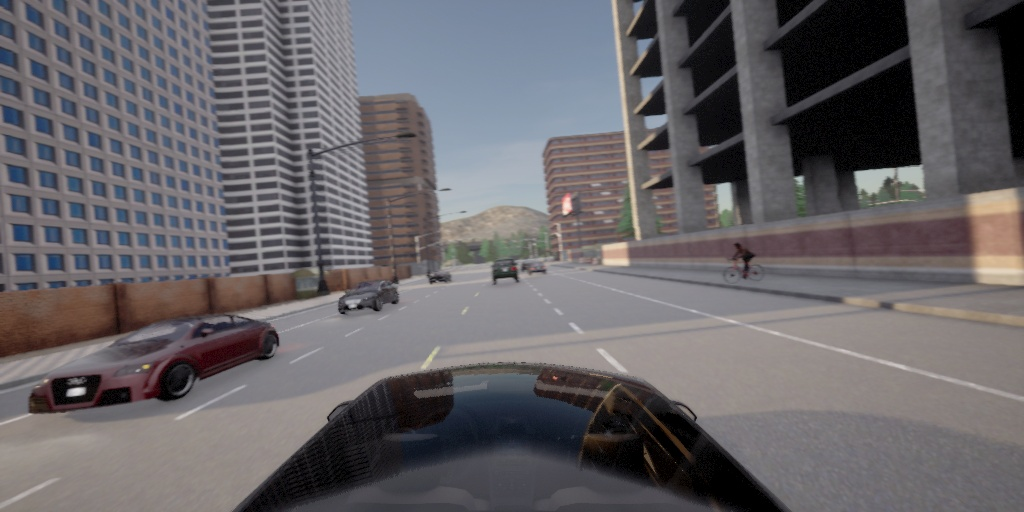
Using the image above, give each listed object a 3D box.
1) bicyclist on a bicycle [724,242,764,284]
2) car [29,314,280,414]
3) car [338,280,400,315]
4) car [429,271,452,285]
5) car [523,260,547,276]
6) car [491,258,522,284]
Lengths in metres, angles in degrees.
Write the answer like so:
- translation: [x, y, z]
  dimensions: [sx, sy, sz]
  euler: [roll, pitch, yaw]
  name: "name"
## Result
- translation: [9.136, 0.263, 14.198]
  dimensions: [1.656, 1.620, 0.582]
  euler: [-6, 0, -2]
  name: "bicyclist on a bicycle"
- translation: [-7.128, 2.035, 7.796]
  dimensions: [1.994, 1.385, 4.181]
  euler: [-5, 0, -2]
  name: "car"
- translation: [-7.438, 2.072, 19.006]
  dimensions: [2.128, 1.511, 4.902]
  euler: [-5, 0, -1]
  name: "car"
- translation: [-7.898, 2.372, 39.717]
  dimensions: [1.895, 1.301, 4.718]
  euler: [-5, 0, -1]
  name: "car"
- translation: [2.657, 1.305, 39.105]
  dimensions: [2.033, 1.411, 5.357]
  euler: [-5, 0, -1]
  name: "car"
- translation: [-0.609, 1.233, 31.117]
  dimensions: [2.150, 2.045, 5.566]
  euler: [-5, 0, -2]
  name: "car"
